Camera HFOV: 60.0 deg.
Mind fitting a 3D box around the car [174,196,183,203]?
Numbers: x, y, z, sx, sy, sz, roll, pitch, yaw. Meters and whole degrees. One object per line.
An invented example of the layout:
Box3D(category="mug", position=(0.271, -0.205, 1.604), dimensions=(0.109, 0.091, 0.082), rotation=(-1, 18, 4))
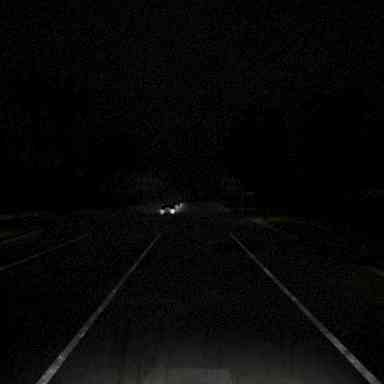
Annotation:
Box3D(category="car", position=(-3.516, 1.960, 84.588), dimensions=(2.097, 1.767, 4.553), rotation=(0, 0, 0))

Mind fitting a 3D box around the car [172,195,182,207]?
Box3D(category="car", position=(-3.518, 1.678, 62.927), dimensions=(2.150, 2.045, 5.566), rotation=(0, -1, 0))

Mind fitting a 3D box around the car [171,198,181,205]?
Box3D(category="car", position=(-3.514, 2.054, 73.270), dimensions=(2.128, 1.511, 4.902), rotation=(0, 0, 0))

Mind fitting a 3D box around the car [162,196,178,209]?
Box3D(category="car", position=(-3.597, 1.848, 51.324), dimensions=(1.882, 1.535, 5.008), rotation=(0, -1, 0))

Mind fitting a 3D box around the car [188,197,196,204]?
Box3D(category="car", position=(-0.015, 2.074, 82.577), dimensions=(1.882, 1.535, 5.008), rotation=(0, 0, 0))
